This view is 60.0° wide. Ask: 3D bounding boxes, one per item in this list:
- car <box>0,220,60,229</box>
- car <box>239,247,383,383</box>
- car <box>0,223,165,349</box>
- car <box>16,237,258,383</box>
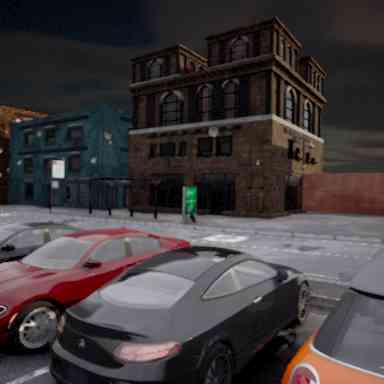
[{"bbox_3d":[-4.255,1.517,8.195,2.097,1.535,5.008,0,0,36],"label":"car"},{"bbox_3d":[2.530,1.354,3.303,2.185,1.767,4.553,0,0,36],"label":"car"},{"bbox_3d":[-1.984,1.513,6.575,2.097,1.535,5.008,0,0,36],"label":"car"},{"bbox_3d":[0.280,1.540,4.946,2.002,1.452,4.674,0,0,36],"label":"car"}]
